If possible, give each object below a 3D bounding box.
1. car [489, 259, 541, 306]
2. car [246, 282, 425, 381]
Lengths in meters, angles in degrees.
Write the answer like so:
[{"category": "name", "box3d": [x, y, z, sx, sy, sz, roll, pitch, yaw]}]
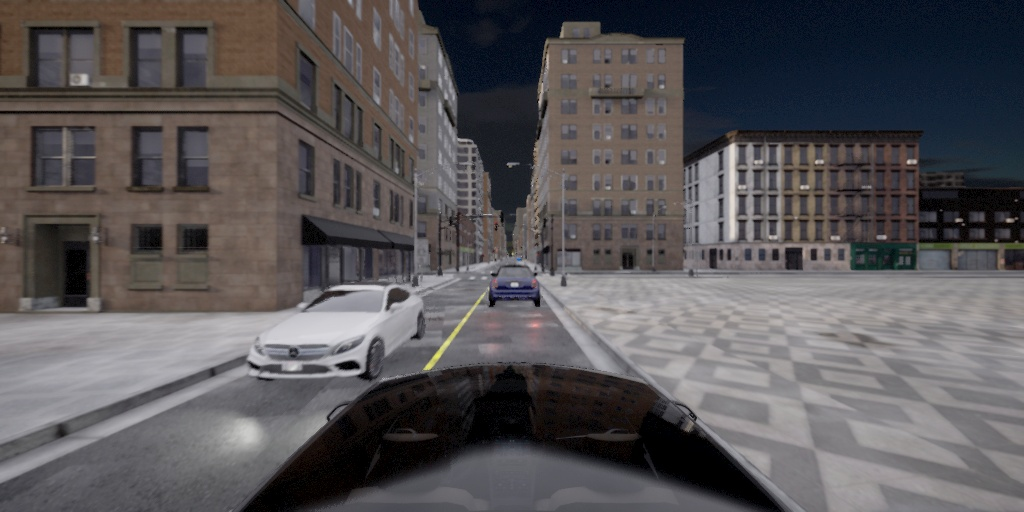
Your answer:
[{"category": "car", "box3d": [0.107, 1.143, 16.171, 2.097, 1.767, 4.553, 0, 0, 0]}, {"category": "car", "box3d": [-3.093, 1.292, 7.378, 1.812, 1.442, 4.674, 0, 0, 0]}]
